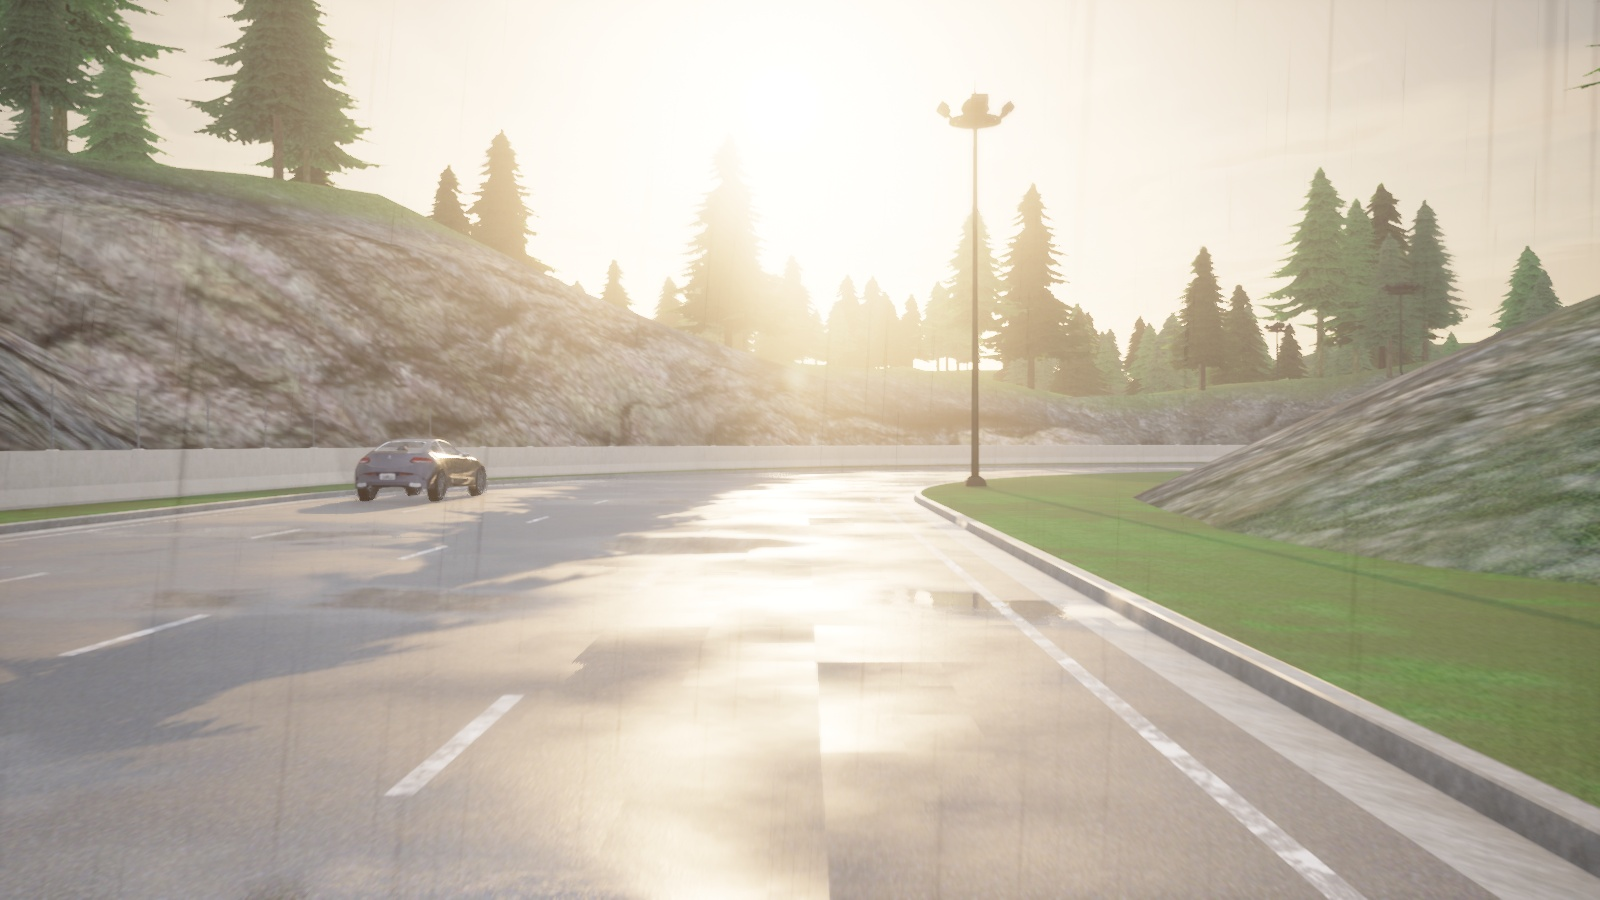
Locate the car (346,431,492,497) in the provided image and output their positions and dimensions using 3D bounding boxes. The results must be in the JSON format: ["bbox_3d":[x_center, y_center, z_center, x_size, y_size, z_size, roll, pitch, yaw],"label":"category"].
[{"bbox_3d":[-10.136,0.326,33.882,2.152,1.651,5.027,0,0,3],"label":"car"}]

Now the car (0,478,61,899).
[{"bbox_3d":[-3.473,0.796,2.097,1.994,1.385,4.181,0,0,0],"label":"car"}]
